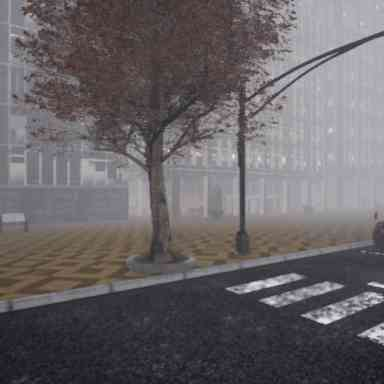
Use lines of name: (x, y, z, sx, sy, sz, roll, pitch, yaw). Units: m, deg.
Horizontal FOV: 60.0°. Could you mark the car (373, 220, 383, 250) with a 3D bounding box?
car: (9.183, 1.331, 13.109, 5.009, 1.841, 2.192, 0, 0, -35)
